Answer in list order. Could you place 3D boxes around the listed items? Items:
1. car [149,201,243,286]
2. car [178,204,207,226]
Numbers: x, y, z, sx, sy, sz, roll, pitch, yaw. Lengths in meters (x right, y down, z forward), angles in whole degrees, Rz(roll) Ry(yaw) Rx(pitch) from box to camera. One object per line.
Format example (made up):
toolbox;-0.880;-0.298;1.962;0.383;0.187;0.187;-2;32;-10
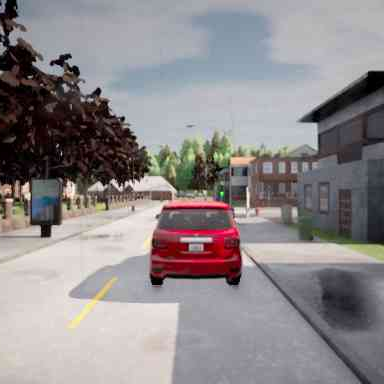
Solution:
car;0.080;1.252;9.621;2.150;2.045;5.566;0;0;0
car;0.057;1.640;24.800;1.994;1.385;4.181;0;0;0
